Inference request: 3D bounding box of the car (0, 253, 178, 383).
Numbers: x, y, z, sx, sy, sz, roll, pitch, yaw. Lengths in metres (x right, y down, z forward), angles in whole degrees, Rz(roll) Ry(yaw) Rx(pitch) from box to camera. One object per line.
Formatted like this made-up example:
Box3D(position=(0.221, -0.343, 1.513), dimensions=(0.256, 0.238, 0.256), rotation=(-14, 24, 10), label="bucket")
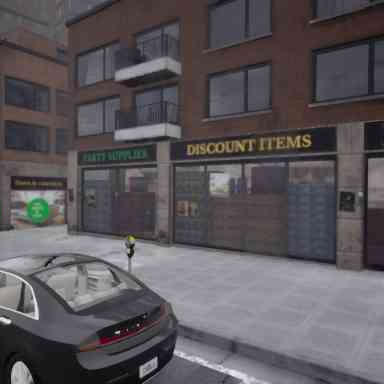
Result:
Box3D(position=(-2.215, 1.550, 4.664), dimensions=(4.403, 1.369, 2.008), rotation=(0, 1, 36), label="car")
